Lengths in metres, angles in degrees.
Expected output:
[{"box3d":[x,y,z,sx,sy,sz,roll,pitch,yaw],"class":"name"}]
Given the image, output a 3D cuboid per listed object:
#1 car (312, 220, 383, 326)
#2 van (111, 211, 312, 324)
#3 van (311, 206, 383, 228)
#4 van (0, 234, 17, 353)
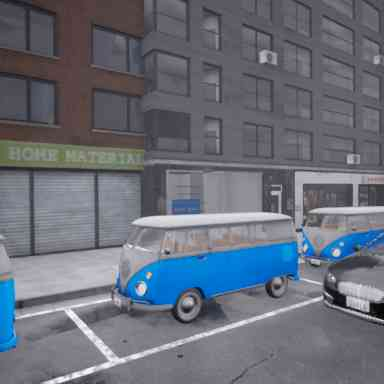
[{"box3d":[4.600,1.490,6.639,4.902,1.511,2.128,0,0,-35],"class":"car"},{"box3d":[0.450,1.340,6.857,3.998,1.788,1.690,0,-1,-35],"class":"van"},{"box3d":[5.004,1.339,10.091,3.998,1.788,1.690,0,-1,-35],"class":"van"},{"box3d":[-4.105,1.341,3.622,3.998,1.788,1.690,0,-1,-35],"class":"van"}]
